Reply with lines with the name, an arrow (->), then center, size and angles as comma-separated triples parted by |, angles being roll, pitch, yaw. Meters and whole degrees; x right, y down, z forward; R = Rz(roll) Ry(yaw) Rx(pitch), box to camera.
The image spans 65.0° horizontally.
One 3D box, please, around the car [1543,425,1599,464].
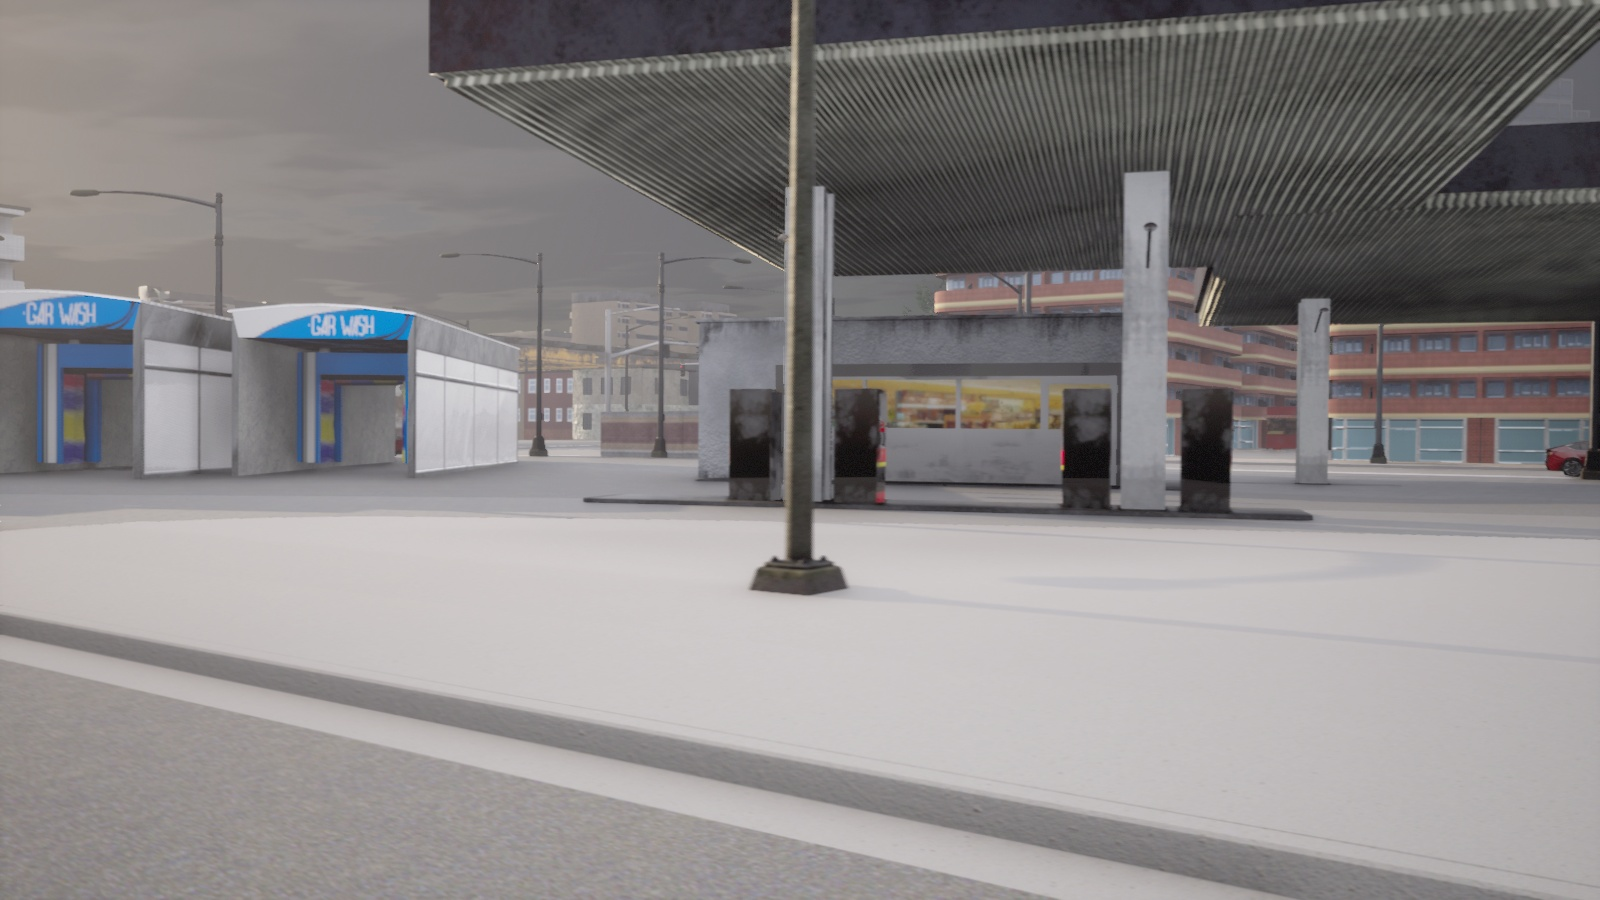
car -> 31.949, -0.228, 49.200 | 4.792, 1.488, 2.163 | 0, 1, 33
